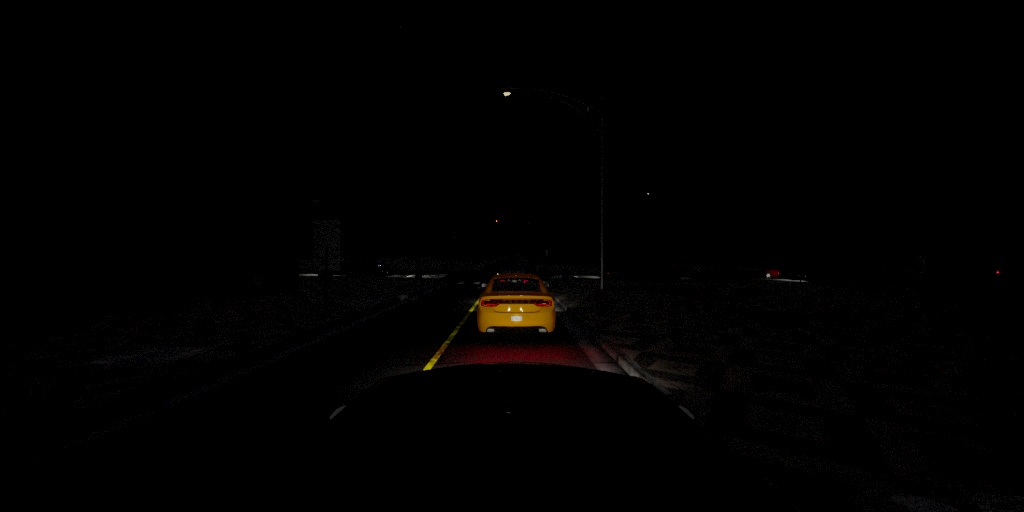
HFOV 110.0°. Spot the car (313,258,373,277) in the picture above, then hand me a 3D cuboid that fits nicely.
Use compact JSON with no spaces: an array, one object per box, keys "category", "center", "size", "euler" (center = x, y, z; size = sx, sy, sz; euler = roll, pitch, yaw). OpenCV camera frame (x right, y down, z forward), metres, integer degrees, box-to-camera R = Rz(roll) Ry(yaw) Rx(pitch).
[{"category":"car","center":[-14.760,1.116,30.863],"size":[4.403,1.370,2.007],"euler":[0,0,0]}]

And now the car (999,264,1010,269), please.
[{"category":"car","center":[48.972,1.779,33.564],"size":[5.566,2.045,2.150],"euler":[1,0,0]}]

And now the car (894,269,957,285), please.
[{"category":"car","center":[34.720,1.864,30.917],"size":[4.507,1.381,1.888],"euler":[0,0,0]}]

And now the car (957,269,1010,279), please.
[{"category":"car","center":[40.371,1.995,30.912],"size":[4.207,1.307,1.802],"euler":[0,0,0]}]

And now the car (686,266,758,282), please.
[{"category":"car","center":[17.960,1.571,30.932],"size":[4.829,1.417,1.751],"euler":[0,0,0]}]

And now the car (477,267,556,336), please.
[{"category":"car","center":[0.105,1.227,10.385],"size":[1.882,1.535,5.008],"euler":[0,0,0]}]

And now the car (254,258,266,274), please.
[{"category":"car","center":[-23.875,0.930,33.629],"size":[4.902,1.511,2.128],"euler":[1,0,0]}]

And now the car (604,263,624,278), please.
[{"category":"car","center":[11.907,1.456,36.794],"size":[4.892,1.490,1.837],"euler":[1,0,0]}]

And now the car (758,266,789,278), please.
[{"category":"car","center":[29.092,1.766,39.447],"size":[4.507,1.381,1.888],"euler":[0,0,0]}]

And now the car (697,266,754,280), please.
[{"category":"car","center":[21.824,1.706,36.786],"size":[4.718,1.301,1.895],"euler":[1,0,0]}]

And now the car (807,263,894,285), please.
[{"category":"car","center":[29.077,1.540,30.922],"size":[5.009,1.841,2.192],"euler":[0,0,0]}]

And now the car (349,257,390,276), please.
[{"category":"car","center":[-13.877,0.929,33.575],"size":[4.553,1.767,2.097],"euler":[1,0,1]}]

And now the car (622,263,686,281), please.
[{"category":"car","center":[12.147,1.524,30.936],"size":[4.313,1.339,1.948],"euler":[0,0,0]}]

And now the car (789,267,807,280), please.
[{"category":"car","center":[31.890,1.773,36.768],"size":[4.892,1.490,1.837],"euler":[1,0,0]}]

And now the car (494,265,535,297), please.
[{"category":"car","center":[0.114,1.297,20.211],"size":[2.033,1.411,5.357],"euler":[0,0,0]}]
